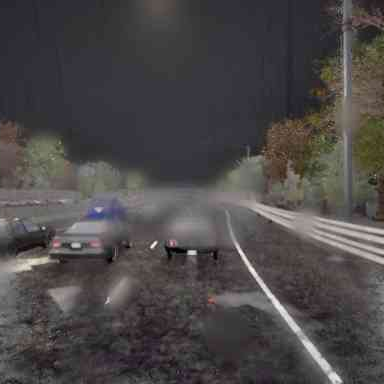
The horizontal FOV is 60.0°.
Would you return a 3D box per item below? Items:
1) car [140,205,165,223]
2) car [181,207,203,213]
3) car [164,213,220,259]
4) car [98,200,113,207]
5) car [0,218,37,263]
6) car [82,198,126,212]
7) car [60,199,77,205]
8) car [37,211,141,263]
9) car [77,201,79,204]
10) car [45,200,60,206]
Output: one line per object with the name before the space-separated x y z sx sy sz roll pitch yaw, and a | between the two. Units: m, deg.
car | -3.454 1.840 28.899 1.812 1.442 4.674 0 0 1
car | 0.037 1.908 28.248 1.895 1.301 4.718 0 -1 1
car | 0.027 1.743 13.252 1.895 1.301 4.718 0 -1 1
car | -17.458 2.366 67.381 1.895 1.301 4.718 0 -1 0
car | -6.980 1.682 12.542 2.033 1.411 5.357 0 -1 0
car | -6.972 1.525 27.599 2.150 2.045 5.566 0 0 0
car | -24.459 2.272 67.416 1.837 1.490 4.892 0 -1 0
car | -3.481 1.682 12.529 2.033 1.411 5.357 0 -1 0
car | -20.958 2.272 67.415 1.837 1.490 4.892 0 -1 0
car | -27.958 2.367 67.388 1.895 1.301 4.718 0 -1 0
